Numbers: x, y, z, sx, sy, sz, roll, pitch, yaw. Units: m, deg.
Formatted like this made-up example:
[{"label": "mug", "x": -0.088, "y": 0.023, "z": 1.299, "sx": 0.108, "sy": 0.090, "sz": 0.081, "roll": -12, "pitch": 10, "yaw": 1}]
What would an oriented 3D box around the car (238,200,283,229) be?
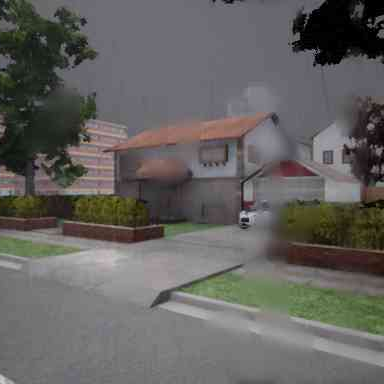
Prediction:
[{"label": "car", "x": 4.004, "y": 1.166, "z": 17.454, "sx": 1.970, "sy": 1.475, "sz": 3.806, "roll": 0, "pitch": 0, "yaw": 36}]
